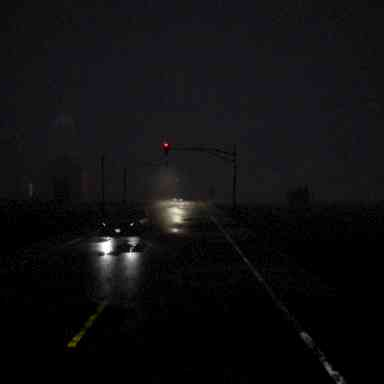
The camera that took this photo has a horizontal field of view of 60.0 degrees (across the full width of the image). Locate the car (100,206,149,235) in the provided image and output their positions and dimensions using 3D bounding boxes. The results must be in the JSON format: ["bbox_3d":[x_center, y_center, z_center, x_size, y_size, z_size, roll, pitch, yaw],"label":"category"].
[{"bbox_3d":[-3.570,1.477,18.687,2.033,1.411,5.357,0,0,0],"label":"car"}]

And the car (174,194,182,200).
[{"bbox_3d":[-3.497,1.173,83.445,1.994,1.385,4.181,0,0,0],"label":"car"}]
